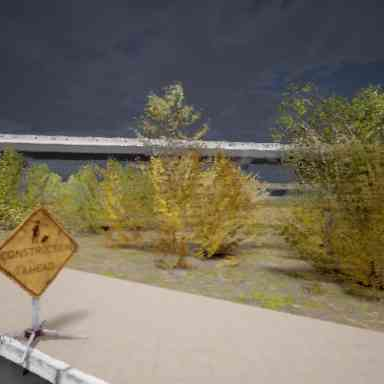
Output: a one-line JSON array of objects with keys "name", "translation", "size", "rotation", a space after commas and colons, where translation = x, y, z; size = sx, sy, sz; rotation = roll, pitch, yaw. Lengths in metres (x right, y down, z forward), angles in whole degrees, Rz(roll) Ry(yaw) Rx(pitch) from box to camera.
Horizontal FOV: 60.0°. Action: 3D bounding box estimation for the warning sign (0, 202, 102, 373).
[{"name": "warning sign", "translation": [-2.131, 1.100, 4.573], "size": [1.060, 1.860, 1.300], "rotation": [2, 0, 35]}]
